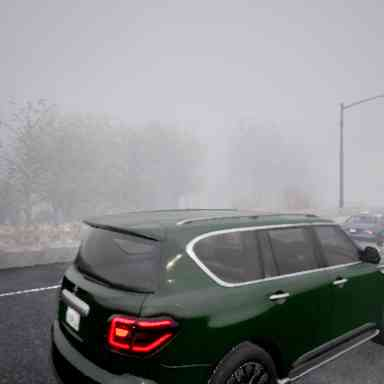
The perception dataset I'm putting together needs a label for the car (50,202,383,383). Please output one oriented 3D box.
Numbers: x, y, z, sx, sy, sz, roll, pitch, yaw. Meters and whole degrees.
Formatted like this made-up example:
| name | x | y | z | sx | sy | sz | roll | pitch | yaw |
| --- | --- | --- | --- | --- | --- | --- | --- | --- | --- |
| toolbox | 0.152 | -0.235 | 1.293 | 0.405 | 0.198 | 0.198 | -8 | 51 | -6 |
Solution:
| name | x | y | z | sx | sy | sz | roll | pitch | yaw |
| --- | --- | --- | --- | --- | --- | --- | --- | --- | --- |
| car | 1.018 | 1.269 | 4.684 | 5.566 | 2.045 | 2.150 | 1 | 0 | -38 |
